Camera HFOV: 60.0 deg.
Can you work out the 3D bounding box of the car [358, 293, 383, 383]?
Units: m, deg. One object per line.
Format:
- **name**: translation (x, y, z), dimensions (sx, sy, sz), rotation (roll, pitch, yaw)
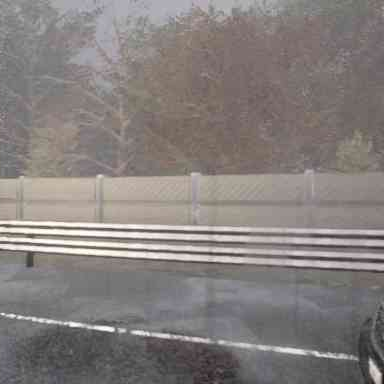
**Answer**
- **car**: translation (4.252, 1.193, 2.216), dimensions (5.566, 2.045, 2.150), rotation (0, 0, 13)
